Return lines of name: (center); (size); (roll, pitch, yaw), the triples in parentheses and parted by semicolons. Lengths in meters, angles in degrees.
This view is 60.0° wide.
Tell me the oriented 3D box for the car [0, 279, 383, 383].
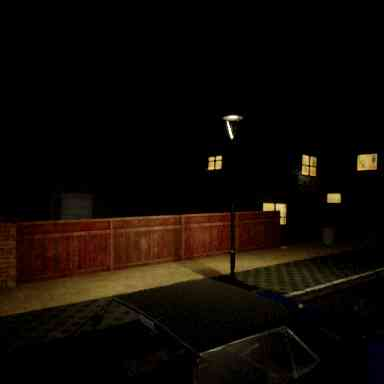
car: (-0.256, 1.602, 2.767); (4.718, 1.301, 1.895); (0, 0, -36)
